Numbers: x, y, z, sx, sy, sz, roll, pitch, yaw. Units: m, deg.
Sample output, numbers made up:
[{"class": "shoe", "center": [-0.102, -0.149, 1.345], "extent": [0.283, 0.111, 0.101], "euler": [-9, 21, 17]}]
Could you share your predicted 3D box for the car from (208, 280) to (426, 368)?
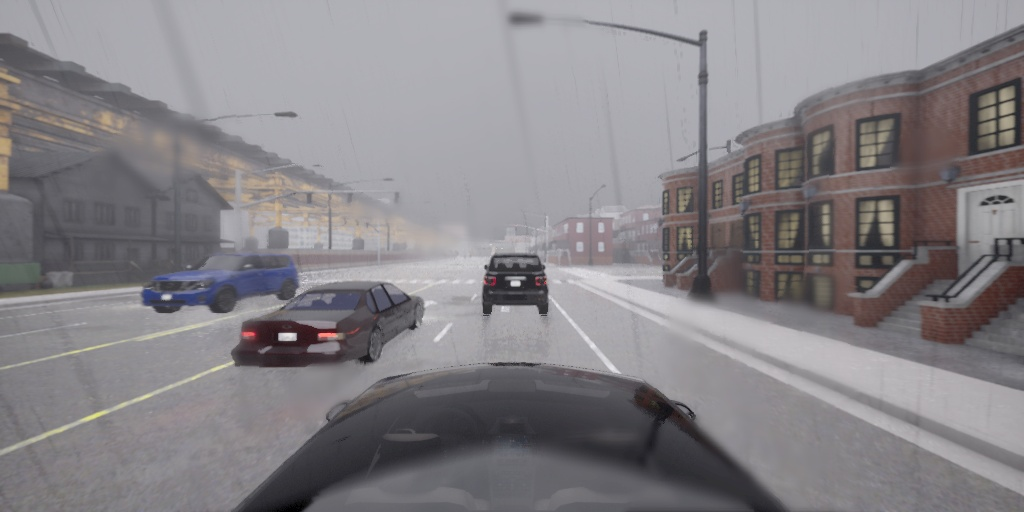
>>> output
[{"class": "car", "center": [-3.401, 1.259, 7.945], "extent": [2.033, 1.411, 5.357], "euler": [0, 0, 0]}]

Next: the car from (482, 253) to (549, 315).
[{"class": "car", "center": [0.105, 0.901, 13.334], "extent": [2.150, 2.045, 5.566], "euler": [0, 0, 0]}]

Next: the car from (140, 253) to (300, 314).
[{"class": "car", "center": [-10.570, 0.896, 13.751], "extent": [2.150, 2.045, 5.566], "euler": [0, 0, 0]}]
